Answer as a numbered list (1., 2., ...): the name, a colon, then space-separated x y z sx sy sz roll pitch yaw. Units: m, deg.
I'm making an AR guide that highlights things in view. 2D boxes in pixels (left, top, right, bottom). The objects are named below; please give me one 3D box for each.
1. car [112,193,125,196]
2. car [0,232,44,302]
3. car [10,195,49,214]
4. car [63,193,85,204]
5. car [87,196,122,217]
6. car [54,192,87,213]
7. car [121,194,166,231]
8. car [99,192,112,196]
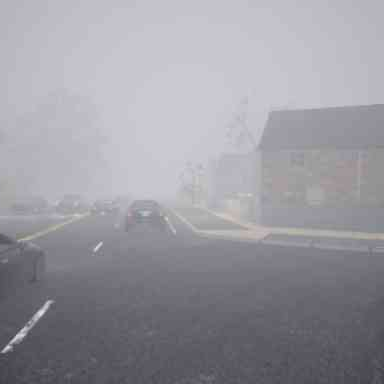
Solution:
1. car: -9.323 0.932 45.352 1.882 1.535 5.008 1 1 -7
2. car: -4.253 1.403 6.140 1.812 1.442 4.674 1 0 -7
3. car: -13.925 1.004 28.735 1.882 1.535 5.008 1 0 -7
4. car: -16.085 0.904 45.587 1.994 1.385 4.181 1 0 -7
5. car: -6.966 1.257 27.111 1.895 1.301 4.718 1 0 -7
6. car: -10.798 0.920 29.911 2.097 1.767 4.553 1 1 -7
7. car: -2.632 1.149 18.978 2.097 1.767 4.553 1 0 -7
8. car: -13.717 0.787 53.049 1.882 1.535 5.008 1 0 -7
